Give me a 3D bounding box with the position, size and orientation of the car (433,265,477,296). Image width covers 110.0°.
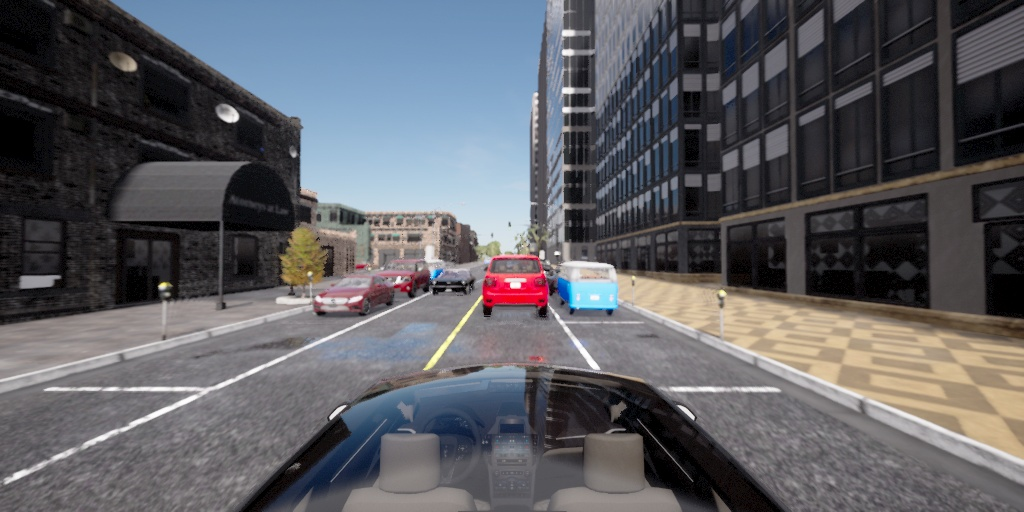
[{"bbox_3d":[-3.097,1.384,19.753,1.895,1.301,4.718,0,0,0],"label":"car"}]

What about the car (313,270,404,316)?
[{"bbox_3d":[-5.688,1.354,13.469,1.802,1.307,4.207,0,0,0],"label":"car"}]

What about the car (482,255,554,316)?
[{"bbox_3d":[0.100,0.992,13.564,2.150,2.045,5.566,0,0,0],"label":"car"}]

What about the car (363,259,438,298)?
[{"bbox_3d":[-5.687,1.097,19.113,2.192,1.841,5.009,0,0,0],"label":"car"}]

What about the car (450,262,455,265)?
[{"bbox_3d":[-5.686,1.243,30.401,1.967,1.591,4.097,0,0,0],"label":"car"}]

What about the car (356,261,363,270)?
[{"bbox_3d":[-24.951,1.586,59.136,4.097,1.591,1.967,0,0,1],"label":"car"}]

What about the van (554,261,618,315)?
[{"bbox_3d":[2.660,1.112,13.413,1.690,1.789,3.998,0,0,0],"label":"van"}]

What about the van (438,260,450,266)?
[{"bbox_3d":[-5.686,1.133,24.757,1.690,1.789,3.998,0,0,0],"label":"van"}]
